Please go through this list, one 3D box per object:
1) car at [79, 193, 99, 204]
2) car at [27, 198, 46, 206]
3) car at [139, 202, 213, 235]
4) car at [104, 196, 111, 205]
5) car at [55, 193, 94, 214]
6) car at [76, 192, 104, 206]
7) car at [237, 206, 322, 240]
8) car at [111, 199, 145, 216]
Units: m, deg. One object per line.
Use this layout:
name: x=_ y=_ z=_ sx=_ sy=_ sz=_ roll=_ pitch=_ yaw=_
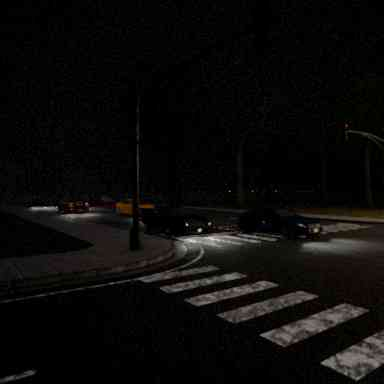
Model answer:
car: x=-18.603 y=1.152 z=59.743 sx=2.097 sy=1.767 sz=4.553 roll=0 pitch=0 yaw=-36
car: x=-23.050 y=1.476 z=49.289 sx=1.895 sy=1.301 sz=4.718 roll=0 pitch=0 yaw=-36
car: x=-1.043 y=1.491 z=18.675 sx=2.033 sy=1.411 sz=5.357 roll=0 pitch=0 yaw=-33
car: x=-14.388 y=1.338 z=53.995 sx=1.812 sy=1.442 sz=4.674 roll=0 pitch=0 yaw=-36
car: x=-12.173 y=1.229 z=34.190 sx=2.097 sy=1.767 sz=4.553 roll=0 pitch=0 yaw=-36
car: x=-15.440 y=1.177 z=49.966 sx=2.097 sy=1.767 sz=4.553 roll=0 pitch=0 yaw=-35
car: x=4.301 y=1.477 z=17.079 sx=1.812 sy=1.442 sz=4.674 roll=0 pitch=0 yaw=-36
car: x=-5.167 y=1.371 z=30.081 sx=1.882 sy=1.535 sz=5.008 roll=0 pitch=0 yaw=-36
